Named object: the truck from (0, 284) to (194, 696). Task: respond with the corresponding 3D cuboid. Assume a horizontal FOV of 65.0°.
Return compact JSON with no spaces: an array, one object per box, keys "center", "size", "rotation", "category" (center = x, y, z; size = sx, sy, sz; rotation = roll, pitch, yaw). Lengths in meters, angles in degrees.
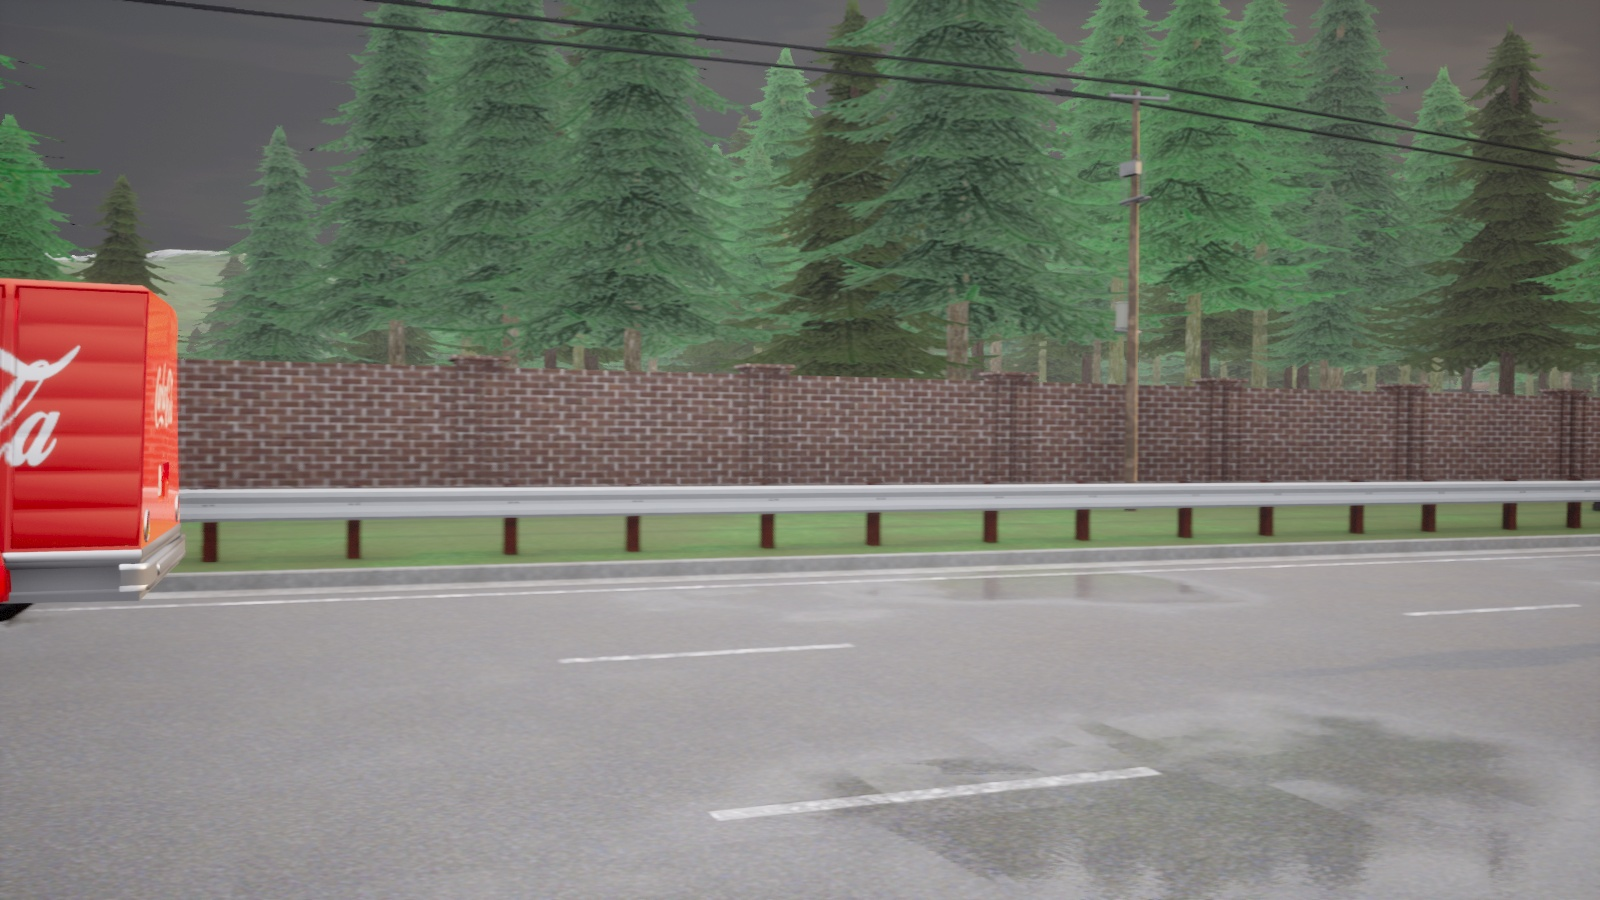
[{"center":[-6.934,0.255,8.088],"size":[5.204,2.467,2.627],"rotation":[-1,1,-21],"category":"truck"}]
